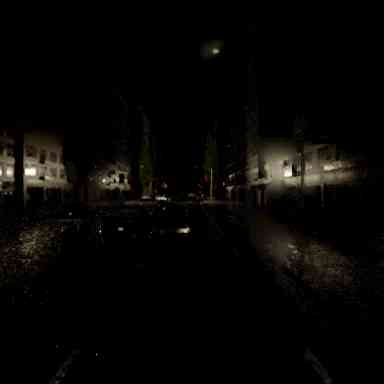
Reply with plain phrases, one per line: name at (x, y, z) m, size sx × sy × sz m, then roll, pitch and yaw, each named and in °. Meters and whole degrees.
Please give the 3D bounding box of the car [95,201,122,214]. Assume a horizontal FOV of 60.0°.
car at (-6.590, 1.541, 28.761) m, size 1.812 × 1.442 × 4.674 m, roll 0°, pitch 0°, yaw 0°

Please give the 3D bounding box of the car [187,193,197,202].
car at (0.014, 1.211, 78.764) m, size 2.150 × 2.045 × 5.566 m, roll 0°, pitch 0°, yaw 0°

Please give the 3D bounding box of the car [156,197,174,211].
car at (-3.142, 1.613, 40.118) m, size 1.895 × 1.301 × 4.718 m, roll 0°, pitch 0°, yaw 0°

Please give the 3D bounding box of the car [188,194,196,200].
car at (0.017, 1.409, 93.561) m, size 2.128 × 1.511 × 4.902 m, roll 0°, pitch 0°, yaw 0°

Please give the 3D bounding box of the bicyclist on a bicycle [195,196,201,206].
bicyclist on a bicycle at (0.900, 1.445, 49.419) m, size 0.866 × 1.612 × 1.509 m, roll 0°, pitch 0°, yaw 0°

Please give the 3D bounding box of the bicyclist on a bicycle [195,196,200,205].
bicyclist on a bicycle at (0.915, 1.441, 58.520) m, size 0.866 × 1.612 × 1.509 m, roll 0°, pitch 0°, yaw 0°

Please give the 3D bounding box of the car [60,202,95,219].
car at (-9.838, 1.579, 28.885) m, size 1.994 × 1.385 × 4.181 m, roll 0°, pitch 0°, yaw 0°

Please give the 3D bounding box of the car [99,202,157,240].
car at (-3.145, 1.491, 17.162) m, size 1.882 × 1.535 × 5.008 m, roll 0°, pitch 0°, yaw 0°

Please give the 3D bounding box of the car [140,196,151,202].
car at (-9.738, 1.555, 70.041) m, size 1.895 × 1.301 × 4.718 m, roll 0°, pitch 0°, yaw 0°
